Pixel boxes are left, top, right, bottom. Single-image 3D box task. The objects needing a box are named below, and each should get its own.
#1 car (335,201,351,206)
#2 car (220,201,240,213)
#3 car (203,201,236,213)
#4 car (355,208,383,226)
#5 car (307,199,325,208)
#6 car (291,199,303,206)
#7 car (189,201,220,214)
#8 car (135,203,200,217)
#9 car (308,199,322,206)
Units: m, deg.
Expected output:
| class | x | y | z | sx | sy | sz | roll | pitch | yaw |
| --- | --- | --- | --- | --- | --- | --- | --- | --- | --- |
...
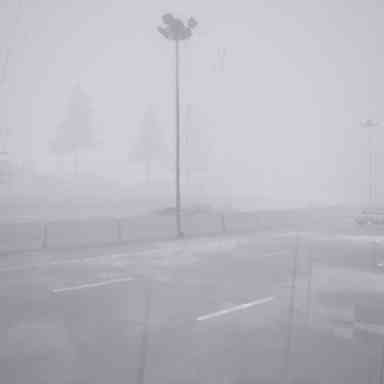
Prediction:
| class | x | y | z | sx | sy | sz | roll | pitch | yaw |
| --- | --- | --- | --- | --- | --- | --- | --- | --- | --- |
| car | 25.382 | 2.114 | 55.705 | 1.994 | 1.385 | 4.181 | -1 | -1 | 34 |
| car | 3.957 | 2.035 | 39.976 | 1.994 | 1.385 | 4.181 | -1 | -1 | 44 |
| car | 3.823 | 2.038 | 44.965 | 1.837 | 1.490 | 4.892 | -1 | -1 | 42 |
| car | 13.765 | 1.832 | 24.421 | 4.718 | 1.301 | 1.895 | 0 | -1 | -45 |
| car | 20.189 | 2.038 | 54.178 | 1.882 | 1.535 | 5.008 | 0 | 0 | 36 |
| car | 22.591 | 2.261 | 71.681 | 1.837 | 1.490 | 4.892 | -1 | -1 | 28 |
| car | 0.097 | 1.735 | 31.295 | 4.553 | 1.767 | 2.097 | 0 | -1 | -43 |
| car | -2.056 | 1.822 | 24.708 | 4.892 | 1.490 | 1.837 | 1 | -1 | -41 |
| car | 26.640 | 2.264 | 71.904 | 2.128 | 1.511 | 4.902 | -1 | -1 | 28 |
